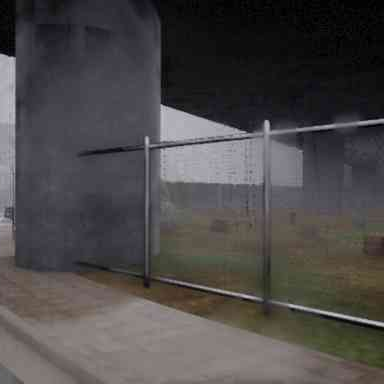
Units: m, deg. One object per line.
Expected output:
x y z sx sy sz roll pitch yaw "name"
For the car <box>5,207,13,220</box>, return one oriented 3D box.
-12.057 1.456 26.293 1.882 1.535 5.008 -1 0 30 "car"
